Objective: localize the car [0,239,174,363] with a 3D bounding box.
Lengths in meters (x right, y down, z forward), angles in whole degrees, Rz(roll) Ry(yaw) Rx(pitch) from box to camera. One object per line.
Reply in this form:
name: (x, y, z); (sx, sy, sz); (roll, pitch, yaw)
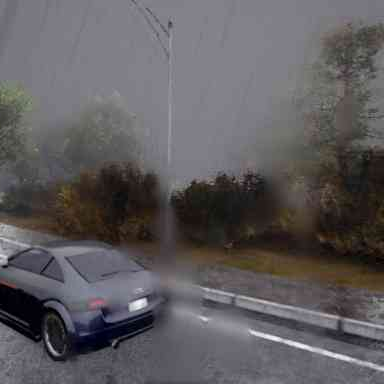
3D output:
car: (-2.335, 1.569, 6.001); (4.181, 1.385, 1.994); (0, 0, 39)
